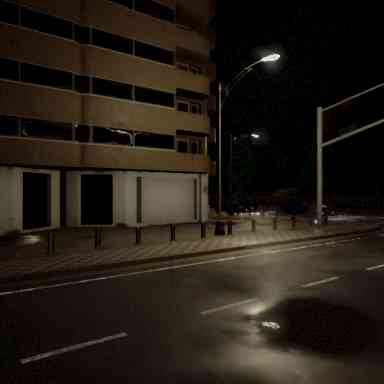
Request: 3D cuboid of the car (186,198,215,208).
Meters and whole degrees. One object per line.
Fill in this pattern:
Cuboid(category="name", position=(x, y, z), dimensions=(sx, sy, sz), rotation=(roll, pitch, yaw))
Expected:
Cuboid(category="car", position=(1.225, 1.656, 49.096), dimensions=(1.895, 1.301, 4.718), rotation=(0, 0, -36))

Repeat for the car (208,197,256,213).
Cuboid(category="car", position=(4.419, 1.603, 38.666), dimensions=(2.033, 1.411, 5.357), rotation=(0, 0, -36))

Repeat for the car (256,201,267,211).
Cuboid(category="car", position=(6.979, 1.560, 41.103), dimensions=(1.837, 1.490, 4.892), rotation=(0, 0, -36))

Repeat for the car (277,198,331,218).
Cuboid(category="car", position=(10.042, 1.581, 30.897), dimensions=(1.812, 1.442, 4.674), rotation=(0, 0, -37))

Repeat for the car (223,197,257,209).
Cuboid(category="car", position=(6.802, 1.560, 47.674), dimensions=(1.837, 1.490, 4.892), rotation=(0, 0, -36))

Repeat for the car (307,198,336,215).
Cuboid(category="car", position=(12.222, 1.407, 33.829), dimensions=(2.097, 1.767, 4.553), rotation=(0, 0, -36))
